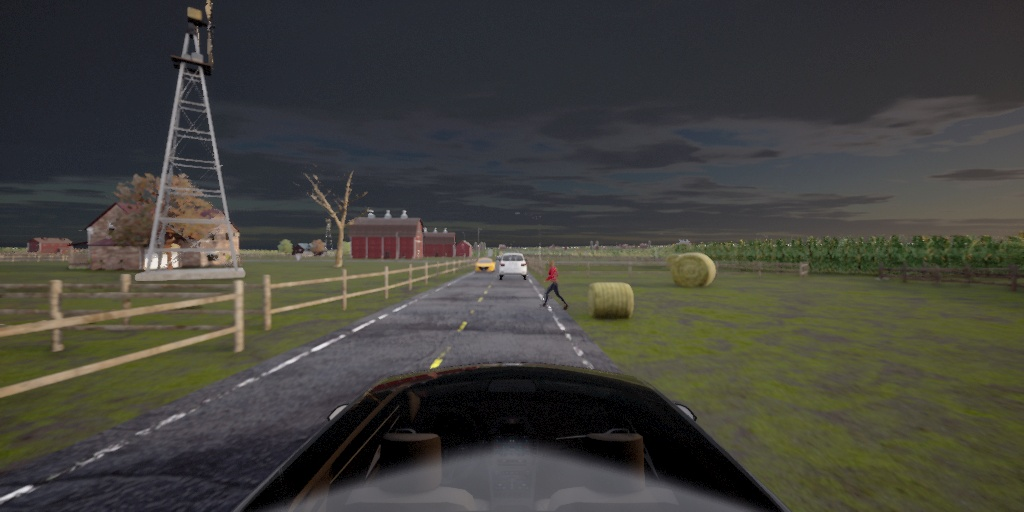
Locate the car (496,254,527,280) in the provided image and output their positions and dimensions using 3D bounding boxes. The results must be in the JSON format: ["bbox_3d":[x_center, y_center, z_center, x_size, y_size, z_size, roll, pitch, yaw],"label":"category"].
[{"bbox_3d":[0.078,0.809,29.567,2.150,2.045,5.566,0,1,0],"label":"car"}]

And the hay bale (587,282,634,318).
[{"bbox_3d":[3.125,1.345,11.545,1.220,1.180,1.240,0,0,0],"label":"hay bale"}]

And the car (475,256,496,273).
[{"bbox_3d":[-2.836,1.013,38.578,1.882,1.535,5.008,0,0,0],"label":"car"}]

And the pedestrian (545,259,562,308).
[{"bbox_3d":[1.457,0.977,12.738,0.375,1.860,0.375,-1,1,4],"label":"pedestrian"}]
